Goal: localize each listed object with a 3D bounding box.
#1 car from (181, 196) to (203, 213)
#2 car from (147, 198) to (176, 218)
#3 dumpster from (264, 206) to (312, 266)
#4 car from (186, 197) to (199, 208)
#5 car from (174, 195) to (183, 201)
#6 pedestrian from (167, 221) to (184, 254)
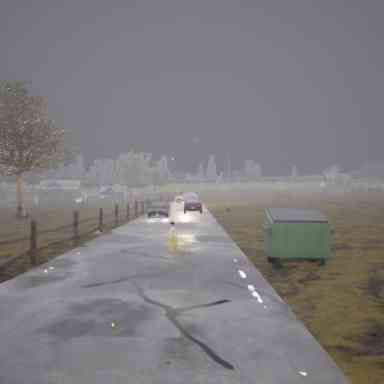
[{"bbox_3d":[0.111,1.429,35.514,1.882,1.535,5.008,0,0,0],"label":"car"},{"bbox_3d":[-2.832,1.509,29.941,2.033,1.411,5.357,0,0,0],"label":"car"},{"bbox_3d":[3.145,1.385,11.173,1.020,1.700,1.940,1,1,0],"label":"dumpster"},{"bbox_3d":[0.089,1.453,47.146,1.812,1.442,4.674,0,0,0],"label":"car"},{"bbox_3d":[-2.705,1.324,70.345,1.882,1.535,5.008,0,0,0],"label":"car"},{"bbox_3d":[-0.618,1.562,11.735,0.375,1.300,0.375,-1,1,-15],"label":"pedestrian"}]
